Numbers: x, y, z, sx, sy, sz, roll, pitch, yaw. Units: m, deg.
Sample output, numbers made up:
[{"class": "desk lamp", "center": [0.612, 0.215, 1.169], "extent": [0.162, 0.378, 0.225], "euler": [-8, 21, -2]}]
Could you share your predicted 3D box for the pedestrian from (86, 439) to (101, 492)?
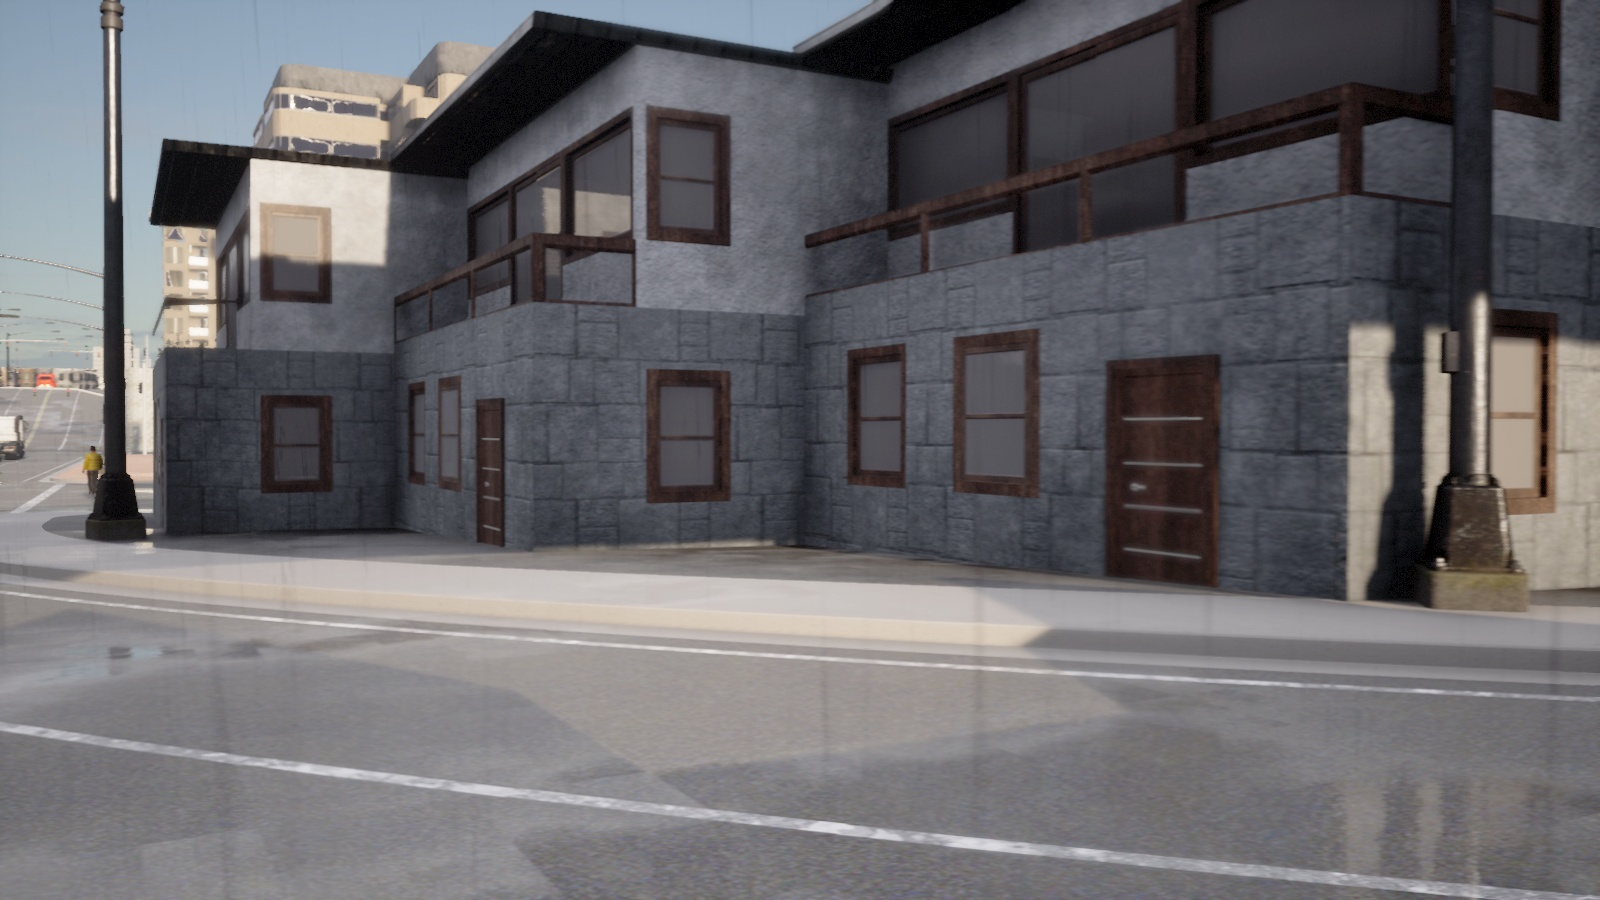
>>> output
[{"class": "pedestrian", "center": [-24.825, 0.541, 44.119], "extent": [0.431, 1.840, 0.709], "euler": [0, 1, -32]}]
